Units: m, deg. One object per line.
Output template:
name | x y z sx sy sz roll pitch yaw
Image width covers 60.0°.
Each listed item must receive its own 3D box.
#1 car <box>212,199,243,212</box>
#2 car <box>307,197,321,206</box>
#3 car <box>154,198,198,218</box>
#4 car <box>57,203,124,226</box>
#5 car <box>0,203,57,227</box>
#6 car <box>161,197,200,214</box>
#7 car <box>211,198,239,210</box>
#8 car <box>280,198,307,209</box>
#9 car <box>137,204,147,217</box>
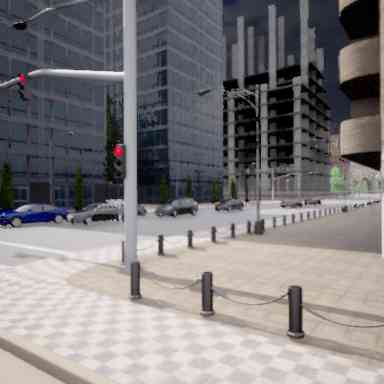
car | 4.529 1.604 40.280 1.837 1.490 4.892 -1 0 36
car | 20.185 1.559 55.688 2.128 1.511 4.902 -1 0 36
car | -1.545 1.453 31.882 2.097 1.767 4.553 -1 0 36
car | -6.886 1.593 24.480 2.128 1.511 4.902 -1 0 36
car | -11.489 1.608 24.094 1.882 1.535 5.008 -1 0 36
car | -1.277 1.480 38.227 2.097 1.767 4.553 -1 0 36
car | 4.689 1.652 46.456 1.812 1.442 4.674 -1 0 36
car | 14.202 1.616 47.372 2.033 1.411 5.357 -1 0 36
car | -6.218 1.693 31.377 1.994 1.385 4.181 -1 0 36
